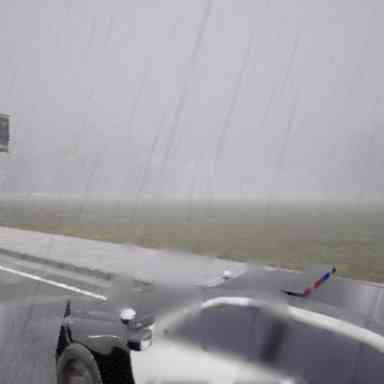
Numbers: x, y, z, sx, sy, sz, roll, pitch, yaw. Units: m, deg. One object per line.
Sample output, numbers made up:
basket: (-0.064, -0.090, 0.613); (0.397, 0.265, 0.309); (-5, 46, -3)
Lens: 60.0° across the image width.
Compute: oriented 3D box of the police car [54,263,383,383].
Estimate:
police car: (0.682, 1.492, 3.077); (4.974, 1.542, 2.038); (1, 0, 35)
